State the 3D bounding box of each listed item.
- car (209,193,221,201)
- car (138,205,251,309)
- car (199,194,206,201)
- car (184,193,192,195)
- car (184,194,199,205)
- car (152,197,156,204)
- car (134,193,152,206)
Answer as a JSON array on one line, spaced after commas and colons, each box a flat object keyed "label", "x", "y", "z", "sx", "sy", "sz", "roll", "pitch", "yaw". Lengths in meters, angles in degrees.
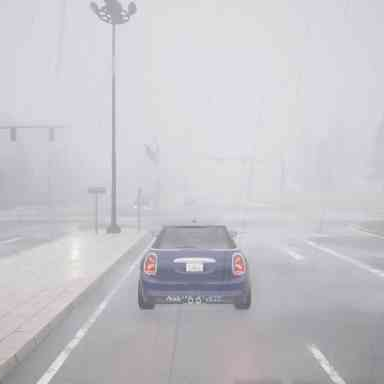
[{"label": "car", "x": 6.226, "y": 1.215, "z": 85.128, "sx": 2.150, "sy": 2.045, "sz": 5.566, "roll": 0, "pitch": 0, "yaw": -1}, {"label": "car", "x": 0.058, "y": 1.352, "z": 8.008, "sx": 2.097, "sy": 1.767, "sz": 4.553, "roll": 0, "pitch": 0, "yaw": 0}, {"label": "car", "x": 2.720, "y": 1.513, "z": 85.394, "sx": 1.812, "sy": 1.442, "sz": 4.674, "roll": 0, "pitch": 0, "yaw": -1}, {"label": "car", "x": -0.779, "y": 1.489, "z": 85.331, "sx": 1.837, "sy": 1.490, "sz": 4.892, "roll": 0, "pitch": 0, "yaw": -1}, {"label": "car", "x": -0.245, "y": 1.526, "z": 54.827, "sx": 1.812, "sy": 1.442, "sz": 4.674, "roll": 0, "pitch": 0, "yaw": -1}, {"label": "car", "x": -8.466, "y": 1.564, "z": 65.603, "sx": 1.994, "sy": 1.385, "sz": 4.181, "roll": 0, "pitch": 0, "yaw": 0}, {"label": "car", "x": -8.344, "y": 1.352, "z": 55.657, "sx": 2.097, "sy": 1.767, "sz": 4.553, "roll": 0, "pitch": 0, "yaw": -1}]
